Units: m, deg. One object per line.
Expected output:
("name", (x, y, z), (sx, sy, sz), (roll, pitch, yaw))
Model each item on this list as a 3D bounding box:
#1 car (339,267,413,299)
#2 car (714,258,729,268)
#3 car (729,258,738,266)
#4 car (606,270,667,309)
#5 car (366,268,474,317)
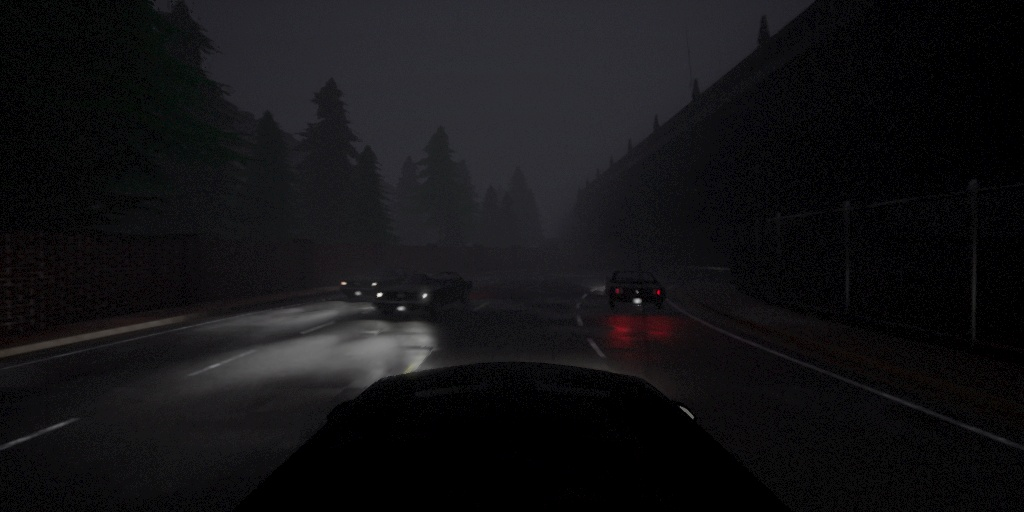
("car", (-5.606, 1.171, 16.501), (1.895, 1.301, 4.718), (0, 1, 15))
("car", (28.699, 0.781, 45.610), (5.357, 1.411, 2.033), (0, 1, -6))
("car", (29.039, 0.866, 42.127), (5.357, 1.411, 2.033), (0, 1, -6))
("car", (4.727, 1.200, 14.224), (1.895, 1.301, 4.718), (0, 1, 13))
("car", (-2.886, 1.217, 12.727), (1.895, 1.301, 4.718), (0, 1, 10))
